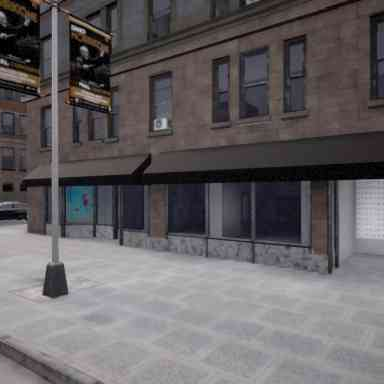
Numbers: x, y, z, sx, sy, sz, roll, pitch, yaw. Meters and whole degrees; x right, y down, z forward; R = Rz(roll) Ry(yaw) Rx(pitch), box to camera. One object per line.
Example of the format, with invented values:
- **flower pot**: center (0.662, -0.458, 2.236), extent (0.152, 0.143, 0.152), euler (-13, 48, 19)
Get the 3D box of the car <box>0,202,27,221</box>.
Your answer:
- **car**: center (-14.125, 1.542, 25.231), extent (1.837, 1.490, 4.892), euler (0, 0, 37)
